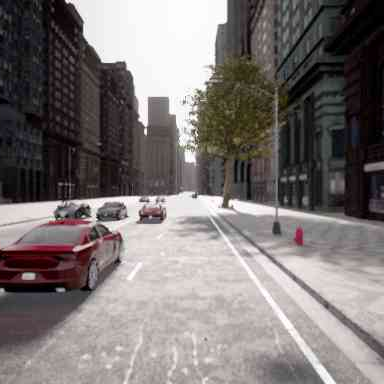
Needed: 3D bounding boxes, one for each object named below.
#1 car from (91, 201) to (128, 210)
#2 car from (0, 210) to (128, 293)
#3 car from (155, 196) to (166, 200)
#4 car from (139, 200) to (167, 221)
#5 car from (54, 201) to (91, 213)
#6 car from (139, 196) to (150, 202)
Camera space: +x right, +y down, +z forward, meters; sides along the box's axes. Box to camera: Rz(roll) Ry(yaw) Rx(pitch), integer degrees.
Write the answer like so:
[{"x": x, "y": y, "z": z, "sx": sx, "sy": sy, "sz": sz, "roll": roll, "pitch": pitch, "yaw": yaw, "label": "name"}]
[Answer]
[{"x": -6.592, "y": 1.524, "z": 27.795, "sx": 1.837, "sy": 1.490, "sz": 4.892, "roll": 0, "pitch": 0, "yaw": 0, "label": "car"}, {"x": -3.158, "y": 1.483, "z": 8.915, "sx": 1.882, "sy": 1.535, "sz": 5.008, "roll": 0, "pitch": 0, "yaw": 0, "label": "car"}, {"x": -6.489, "y": 1.556, "z": 68.420, "sx": 2.128, "sy": 1.511, "sz": 4.902, "roll": 0, "pitch": 0, "yaw": 0, "label": "car"}, {"x": -3.147, "y": 1.619, "z": 27.621, "sx": 1.895, "sy": 1.301, "sz": 4.718, "roll": 0, "pitch": 0, "yaw": 0, "label": "car"}, {"x": -9.842, "y": 1.511, "z": 27.784, "sx": 2.128, "sy": 1.511, "sz": 4.902, "roll": 0, "pitch": 0, "yaw": 0, "label": "car"}, {"x": -9.738, "y": 1.586, "z": 68.409, "sx": 1.994, "sy": 1.385, "sz": 4.181, "roll": 0, "pitch": 0, "yaw": 0, "label": "car"}]
